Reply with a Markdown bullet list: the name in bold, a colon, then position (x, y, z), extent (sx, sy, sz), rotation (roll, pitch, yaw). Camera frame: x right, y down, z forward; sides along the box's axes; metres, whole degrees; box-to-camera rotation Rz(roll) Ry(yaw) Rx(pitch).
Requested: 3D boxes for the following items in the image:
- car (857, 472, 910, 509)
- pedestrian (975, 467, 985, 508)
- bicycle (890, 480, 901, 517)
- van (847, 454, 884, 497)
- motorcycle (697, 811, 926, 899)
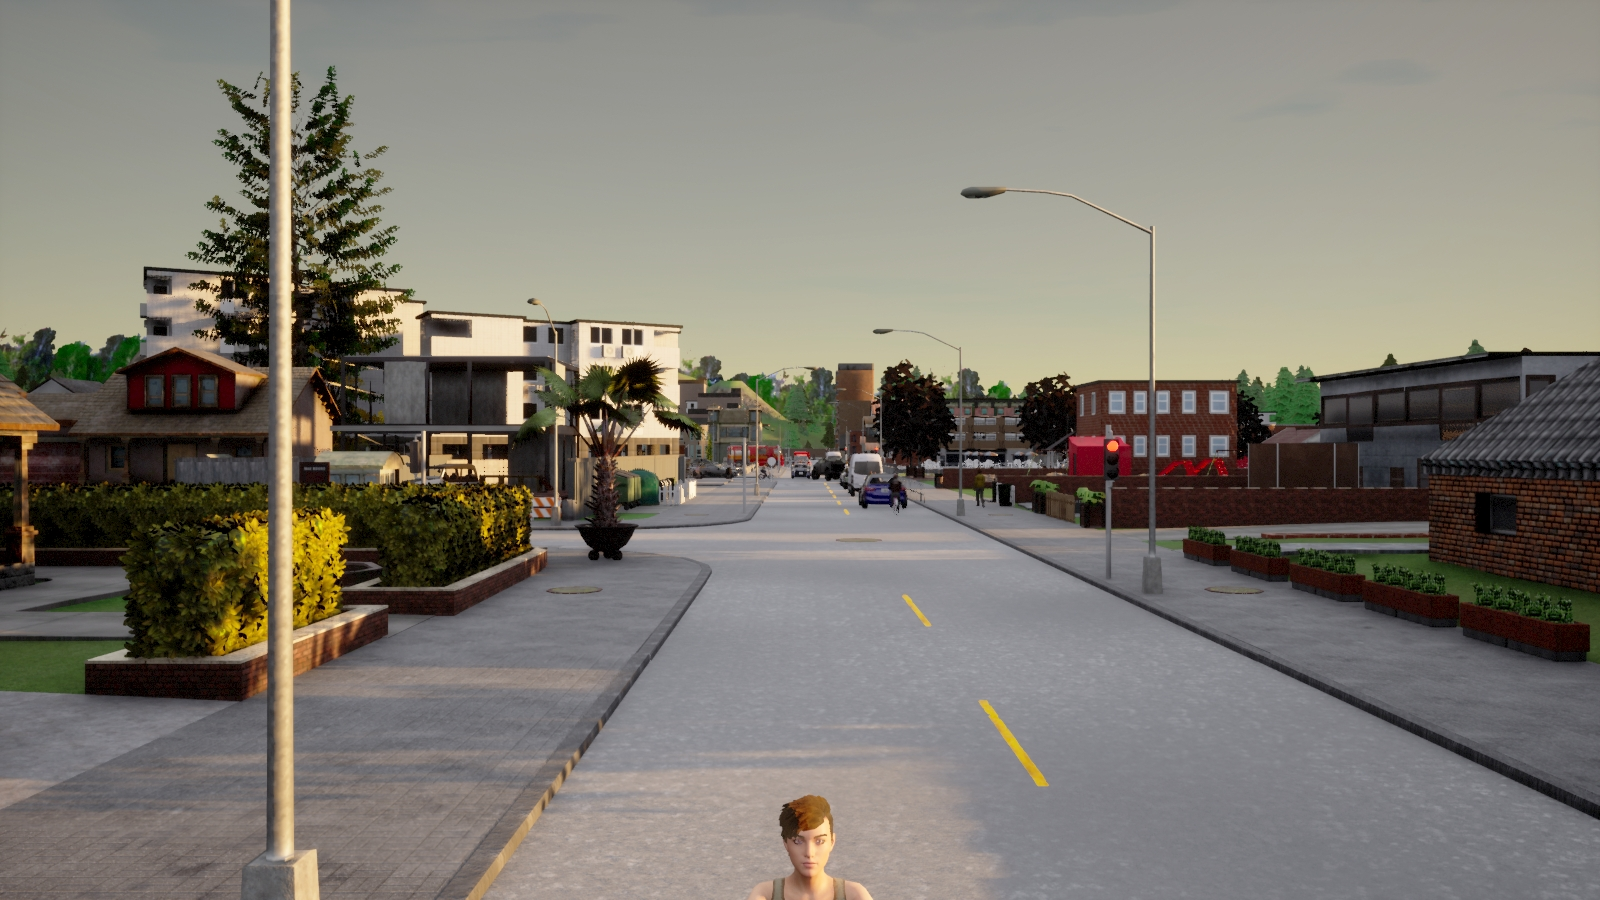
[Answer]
- **car**: position (4.046, 1.967, 56.171), extent (2.242, 1.667, 4.611), rotation (0, 0, 0)
- **pedestrian**: position (8.384, 1.744, 53.230), extent (0.375, 1.860, 0.375), rotation (0, 0, -10)
- **bicycle**: position (4.083, 2.060, 48.907), extent (0.329, 1.471, 1.835), rotation (0, 0, 0)
- **van**: position (4.045, 1.532, 71.352), extent (1.988, 2.561, 5.915), rotation (0, 0, 0)
- **motorcycle**: position (0.039, 2.155, 3.558), extent (0.764, 1.307, 2.356), rotation (0, 0, 0)
